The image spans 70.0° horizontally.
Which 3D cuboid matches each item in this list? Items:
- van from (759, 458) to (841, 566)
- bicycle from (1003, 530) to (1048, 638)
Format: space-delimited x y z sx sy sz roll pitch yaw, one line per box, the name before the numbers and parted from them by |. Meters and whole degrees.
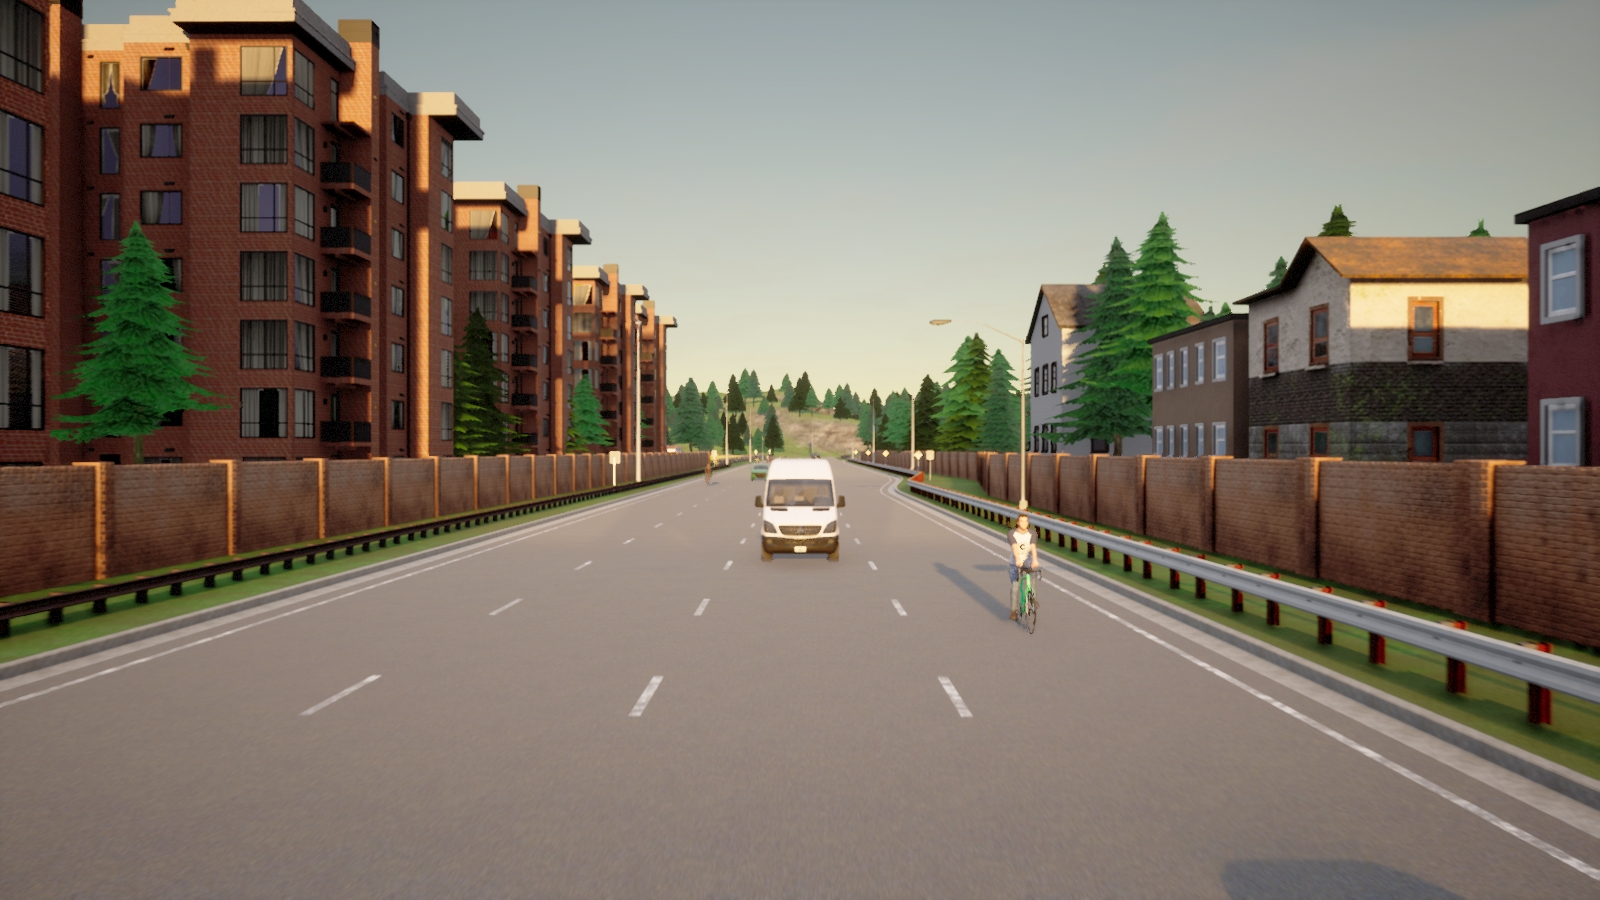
van | 0.010 1.525 30.669 1.988 2.561 5.915 0 0 0
bicycle | 3.507 2.050 17.849 0.373 1.496 1.643 0 0 0
